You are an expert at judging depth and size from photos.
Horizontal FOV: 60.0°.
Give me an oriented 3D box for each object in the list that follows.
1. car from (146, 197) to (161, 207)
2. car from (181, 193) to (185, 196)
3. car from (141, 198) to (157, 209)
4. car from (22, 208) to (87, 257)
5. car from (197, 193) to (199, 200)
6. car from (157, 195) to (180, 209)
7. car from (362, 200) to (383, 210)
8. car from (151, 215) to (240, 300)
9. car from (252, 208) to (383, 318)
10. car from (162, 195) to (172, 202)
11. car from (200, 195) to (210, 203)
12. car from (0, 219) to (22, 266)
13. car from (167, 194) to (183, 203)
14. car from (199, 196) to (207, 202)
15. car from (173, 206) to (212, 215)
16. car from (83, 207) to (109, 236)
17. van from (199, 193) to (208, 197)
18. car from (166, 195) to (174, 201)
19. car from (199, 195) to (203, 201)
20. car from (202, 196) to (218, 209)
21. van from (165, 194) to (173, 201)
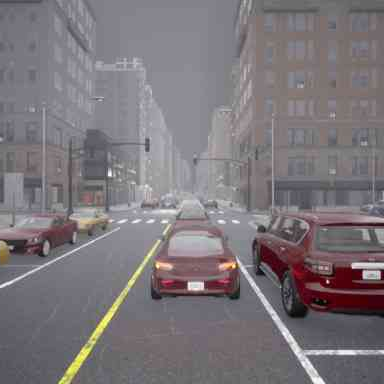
[{"bbox_3d":[-5.900,1.557,51.279,1.887,1.381,4.507,1,0,0],"label":"car"},{"bbox_3d":[-3.071,1.561,72.856,2.033,1.411,5.357,0,0,0],"label":"car"},{"bbox_3d":[-5.895,1.555,45.606,1.887,1.381,4.507,1,0,0],"label":"car"},{"bbox_3d":[-5.862,1.547,12.962,1.887,1.381,4.507,1,0,0],"label":"car"},{"bbox_3d":[2.611,1.334,68.299,2.192,1.841,5.009,1,0,0],"label":"car"},{"bbox_3d":[-3.129,1.502,45.517,2.128,1.511,4.902,0,0,1],"label":"car"},{"bbox_3d":[19.092,1.549,32.795,4.553,1.767,2.097,0,-1,0],"label":"car"},{"bbox_3d":[0.077,1.527,8.290,1.812,1.442,4.674,0,0,0],"label":"car"},{"bbox_3d":[2.671,1.316,7.337,2.192,1.841,5.009,1,0,0],"label":"car"},{"bbox_3d":[-5.927,1.465,79.643,1.967,1.590,4.097,1,0,0],"label":"car"},{"bbox_3d":[2.625,1.594,51.278,1.802,1.307,4.206,1,0,0],"label":"car"},{"bbox_3d":[-5.856,1.527,7.167,1.752,1.417,4.829,1,0,0],"label":"car"},{"bbox_3d":[-3.140,1.561,57.109,2.033,1.411,5.357,0,0,0],"label":"car"},{"bbox_3d":[2.597,1.607,79.645,1.802,1.307,4.206,1,0,0],"label":"car"},{"bbox_3d":[0.046,1.605,17.468,1.895,1.301,4.718,0,0,0],"label":"car"},{"bbox_3d":[-5.868,1.529,18.416,1.752,1.417,4.829,1,0,0],"label":"car"},{"bbox_3d":[2.616,1.357,62.626,1.690,1.788,3.998,1,0,0],"label":"van"},{"bbox_3d":[-5.940,1.614,90.988,1.802,1.307,4.206,1,0,0],"label":"car"},{"bbox_3d":[2.619,1.596,56.952,1.802,1.307,4.206,1,0,0],"label":"car"},{"bbox_3d":[2.631,1.592,45.605,1.802,1.307,4.206,1,0,0],"label":"car"},{"bbox_3d":[-5.932,1.370,85.316,1.690,1.788,3.998,1,0,0],"label":"van"}]
